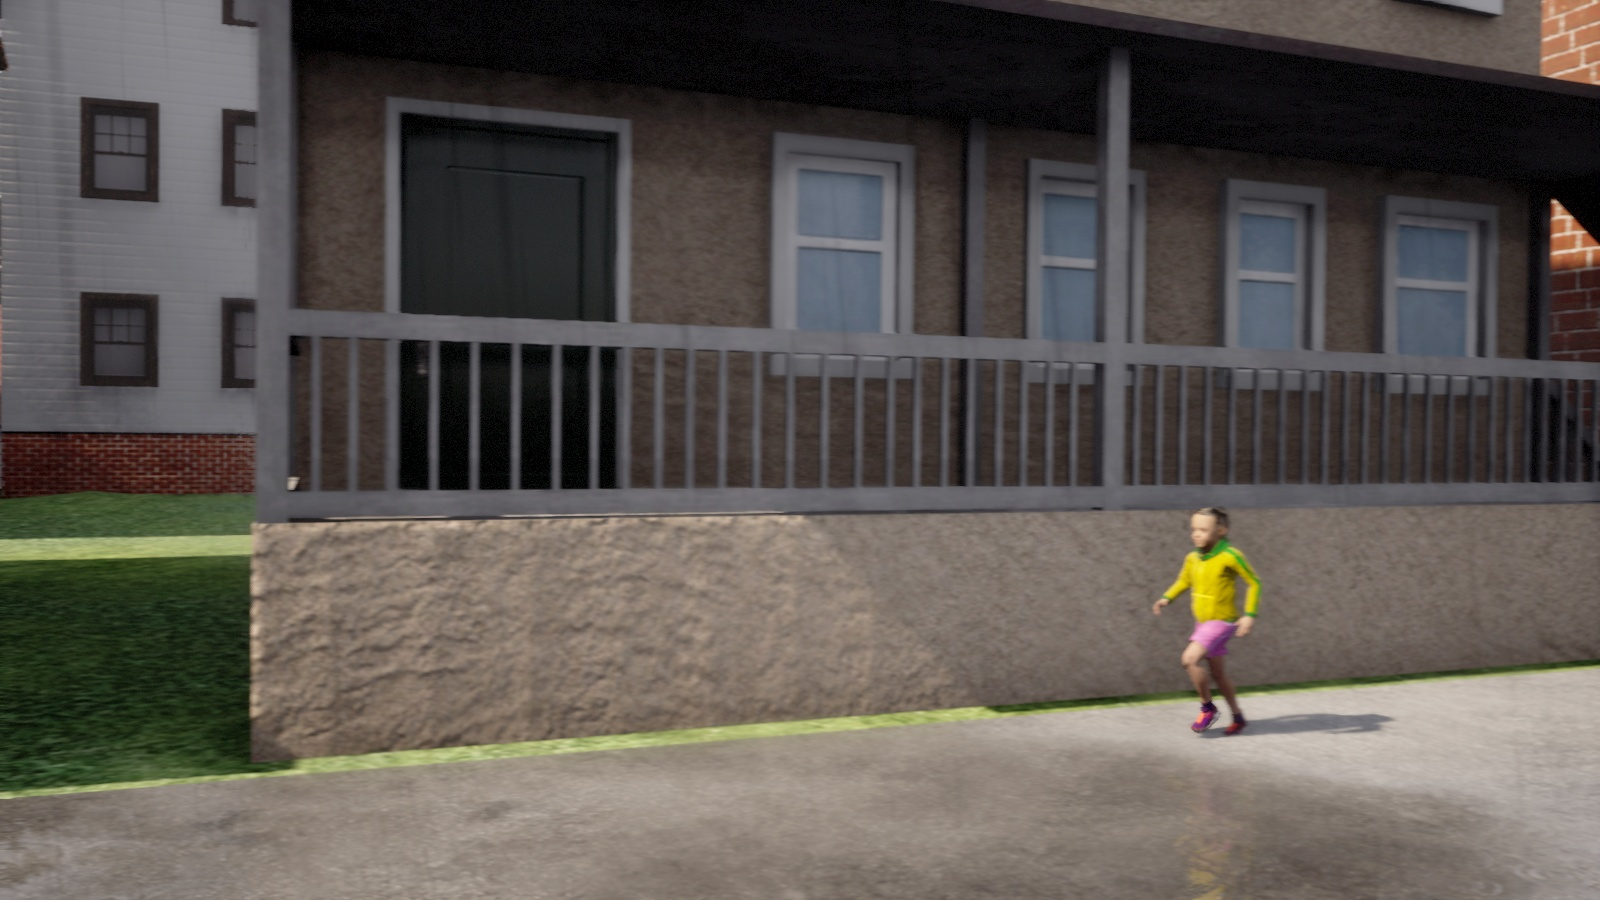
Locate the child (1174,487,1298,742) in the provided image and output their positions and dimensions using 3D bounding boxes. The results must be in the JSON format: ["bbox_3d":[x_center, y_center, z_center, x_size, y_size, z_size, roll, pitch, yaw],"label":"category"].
[{"bbox_3d":[2.090,0.767,6.022,0.473,1.160,0.299,-1,1,-21],"label":"child"}]
